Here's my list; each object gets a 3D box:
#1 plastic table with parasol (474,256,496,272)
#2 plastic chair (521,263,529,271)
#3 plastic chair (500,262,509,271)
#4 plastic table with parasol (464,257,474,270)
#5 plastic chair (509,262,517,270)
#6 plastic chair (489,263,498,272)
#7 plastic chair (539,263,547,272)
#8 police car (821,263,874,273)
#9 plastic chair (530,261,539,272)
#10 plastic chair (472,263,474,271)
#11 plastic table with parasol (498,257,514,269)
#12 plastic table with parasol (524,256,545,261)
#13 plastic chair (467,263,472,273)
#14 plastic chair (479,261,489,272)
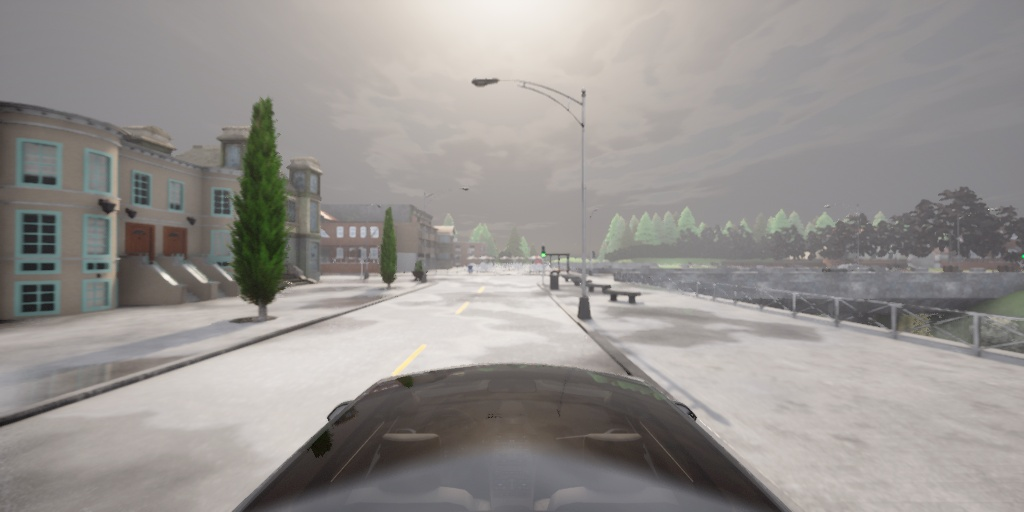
[{"bbox_3d":[-4.271,1.285,57.539,2.482,2.480,2.482,0,0,0],"label":"plastic table with parasol"},{"bbox_3d":[2.209,1.881,56.823,0.730,1.272,0.750,0,0,0],"label":"plastic chair"},{"bbox_3d":[-1.295,1.952,63.321,0.750,1.272,0.730,0,0,0],"label":"plastic chair"},{"bbox_3d":[-7.165,1.357,64.127,2.482,2.480,2.482,0,0,0],"label":"plastic table with parasol"},{"bbox_3d":[0.105,1.964,64.421,0.730,1.272,0.750,0,0,0],"label":"plastic chair"},{"bbox_3d":[-2.991,1.888,57.420,0.730,1.272,0.750,0,0,0],"label":"plastic chair"},{"bbox_3d":[4.810,1.879,56.625,0.730,1.272,0.750,0,0,0],"label":"plastic chair"},{"bbox_3d":[38.878,1.611,41.661,5.238,1.638,1.930,0,-1,0],"label":"police car"},{"bbox_3d":[3.410,1.867,55.524,0.750,1.272,0.730,0,0,0],"label":"plastic chair"},{"bbox_3d":[-5.591,1.890,57.618,0.730,1.272,0.750,0,0,0],"label":"plastic chair"},{"bbox_3d":[-1.245,1.362,64.521,2.482,2.480,2.482,0,0,0],"label":"plastic table with parasol"},{"bbox_3d":[3.549,1.277,56.794,2.482,2.480,2.482,0,0,0],"label":"plastic table with parasol"},{"bbox_3d":[-7.091,1.948,62.949,0.750,1.272,0.730,0,0,-1],"label":"plastic chair"},{"bbox_3d":[-4.390,1.876,56.319,0.750,1.272,0.730,0,0,0],"label":"plastic chair"}]
